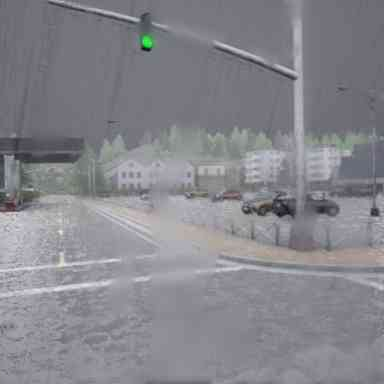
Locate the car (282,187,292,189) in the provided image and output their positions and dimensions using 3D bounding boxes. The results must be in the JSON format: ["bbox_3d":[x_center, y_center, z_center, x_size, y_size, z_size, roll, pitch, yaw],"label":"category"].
[{"bbox_3d":[18.245,-0.132,63.012,5.027,1.636,2.152,-2,1,-22],"label":"car"}]

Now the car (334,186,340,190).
[{"bbox_3d":[23.070,-0.146,51.162,3.866,1.878,1.905,-2,1,-22],"label":"car"}]

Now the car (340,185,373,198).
[{"bbox_3d":[24.549,-0.122,48.627,4.605,1.855,1.932,-2,1,-22],"label":"car"}]

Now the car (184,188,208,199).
[{"bbox_3d":[0.965,0.234,59.363,4.605,1.855,1.932,-2,1,-22],"label":"car"}]

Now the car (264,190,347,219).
[{"bbox_3d":[7.338,0.870,21.543,4.514,1.523,2.007,-2,1,-22],"label":"car"}]

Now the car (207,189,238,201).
[{"bbox_3d":[5.010,0.514,47.562,4.514,1.523,2.007,-2,1,-22],"label":"car"}]

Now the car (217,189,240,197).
[{"bbox_3d":[7.619,0.149,69.569,4.514,1.523,2.007,-2,1,-22],"label":"car"}]

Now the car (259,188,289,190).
[{"bbox_3d":[8.741,0.585,38.292,3.633,1.501,1.845,-2,1,-22],"label":"car"}]

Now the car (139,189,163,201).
[{"bbox_3d":[-6.866,0.711,56.135,3.806,1.475,1.970,-2,1,-22],"label":"car"}]

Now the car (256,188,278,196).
[{"bbox_3d":[15.526,-0.077,68.834,3.806,1.475,1.970,-2,1,-22],"label":"car"}]

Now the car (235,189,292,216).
[{"bbox_3d":[6.105,0.847,24.428,5.027,1.636,2.152,-2,1,-22],"label":"car"}]

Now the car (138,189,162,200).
[{"bbox_3d":[-7.560,0.396,59.440,3.866,1.878,1.905,-2,1,-22],"label":"car"}]
